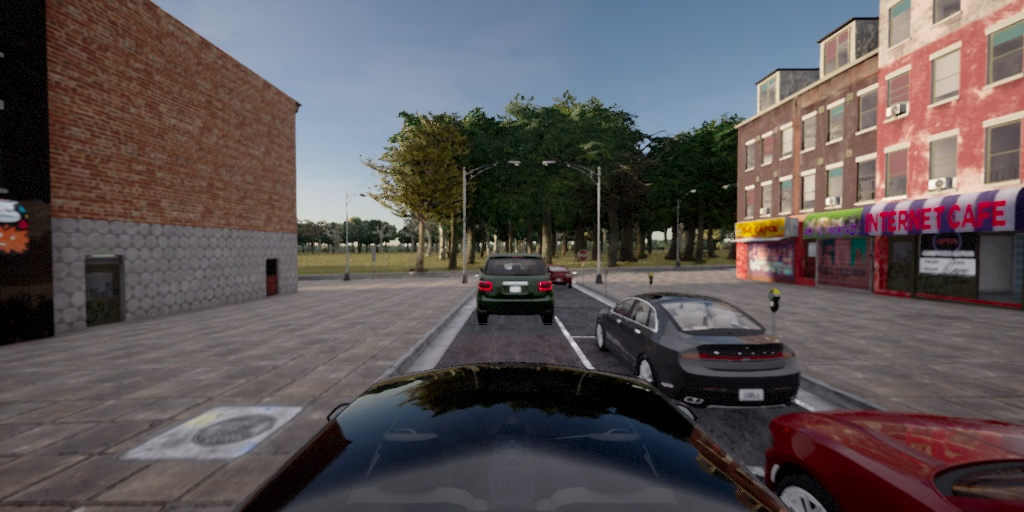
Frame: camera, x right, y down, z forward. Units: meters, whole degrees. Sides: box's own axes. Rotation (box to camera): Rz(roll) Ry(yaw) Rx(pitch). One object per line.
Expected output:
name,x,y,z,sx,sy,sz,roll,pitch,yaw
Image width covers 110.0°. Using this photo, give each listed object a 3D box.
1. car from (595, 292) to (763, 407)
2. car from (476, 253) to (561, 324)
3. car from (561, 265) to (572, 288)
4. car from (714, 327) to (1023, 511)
car,2.637,1.279,6.122,2.007,1.370,4.403,0,0,0
car,0.101,0.926,11.816,2.150,2.045,5.566,0,0,0
car,2.638,1.202,22.342,1.888,1.381,4.507,0,0,0
car,2.636,1.300,0.716,1.888,1.381,4.507,0,0,0
